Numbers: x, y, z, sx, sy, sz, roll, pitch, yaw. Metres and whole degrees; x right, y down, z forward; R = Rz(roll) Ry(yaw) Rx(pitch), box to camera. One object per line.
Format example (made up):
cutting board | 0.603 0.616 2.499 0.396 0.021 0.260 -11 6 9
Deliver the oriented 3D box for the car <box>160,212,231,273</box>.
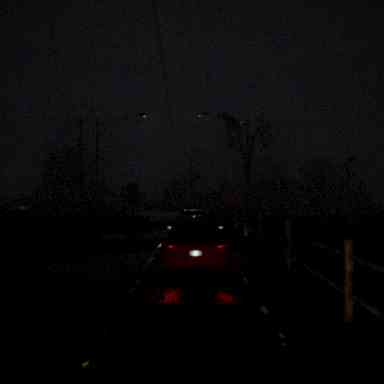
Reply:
car | 0.102 1.570 10.682 1.994 1.385 4.181 0 0 0

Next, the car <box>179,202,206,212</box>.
car | 0.078 1.508 25.639 2.128 1.511 4.902 0 0 -1

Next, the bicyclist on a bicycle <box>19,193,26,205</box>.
bicyclist on a bicycle | -22.579 0.991 44.350 0.582 1.620 1.656 1 0 0
